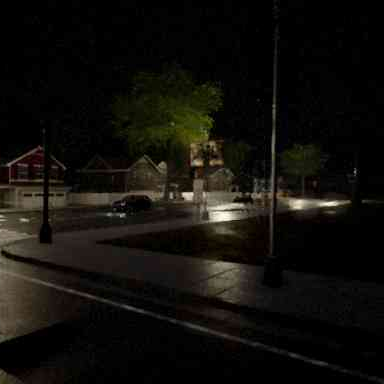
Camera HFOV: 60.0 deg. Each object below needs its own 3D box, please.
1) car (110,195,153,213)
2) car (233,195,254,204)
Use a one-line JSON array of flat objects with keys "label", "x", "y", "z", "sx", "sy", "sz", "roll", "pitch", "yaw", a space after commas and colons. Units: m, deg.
[{"label": "car", "x": -6.067, "y": 1.076, "z": 33.605, "sx": 2.097, "sy": 1.767, "sz": 4.553, "roll": 2, "pitch": 1, "yaw": 36}, {"label": "car", "x": 8.178, "y": 1.148, "z": 53.073, "sx": 1.994, "sy": 1.385, "sz": 4.181, "roll": 2, "pitch": 1, "yaw": 37}]
